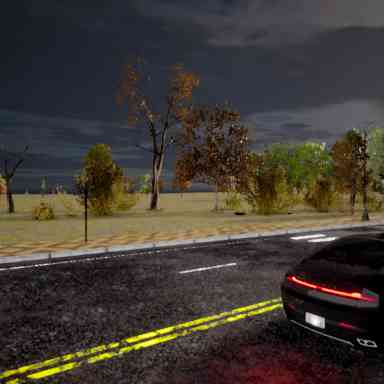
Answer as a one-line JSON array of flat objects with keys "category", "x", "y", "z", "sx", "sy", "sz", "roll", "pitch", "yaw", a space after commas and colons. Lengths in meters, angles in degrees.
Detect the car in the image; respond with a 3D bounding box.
[{"category": "car", "x": 3.678, "y": 1.504, "z": 5.907, "sx": 4.892, "sy": 1.490, "sz": 1.837, "roll": 0, "pitch": 0, "yaw": -34}]
